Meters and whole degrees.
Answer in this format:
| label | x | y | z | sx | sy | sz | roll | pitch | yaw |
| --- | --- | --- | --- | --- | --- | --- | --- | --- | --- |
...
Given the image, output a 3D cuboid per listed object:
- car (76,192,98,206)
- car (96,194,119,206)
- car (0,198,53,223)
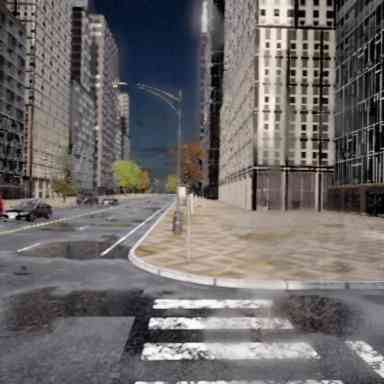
| label | x | y | z | sx | sy | sz | roll | pitch | yaw |
| --- | --- | --- | --- | --- | --- | --- | --- | --- | --- |
| car | -15.511 | 1.021 | 49.861 | 2.150 | 2.045 | 5.566 | 1 | 0 | -1 |
| car | -12.268 | 1.357 | 49.854 | 2.128 | 1.511 | 4.902 | 1 | 0 | -1 |
| car | -11.751 | 1.363 | 24.070 | 2.128 | 1.511 | 4.902 | 1 | 0 | -1 |
